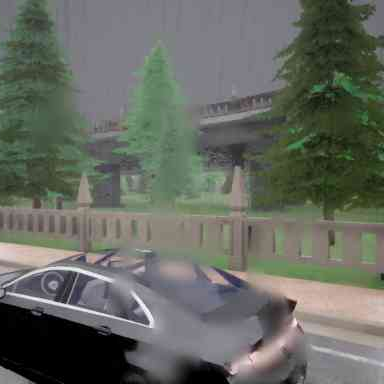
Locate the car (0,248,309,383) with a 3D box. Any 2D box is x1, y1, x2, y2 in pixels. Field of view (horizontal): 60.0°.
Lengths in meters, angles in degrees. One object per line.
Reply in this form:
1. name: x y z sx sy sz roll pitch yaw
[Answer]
1. car: -1.117 1.492 4.203 4.902 1.511 2.128 0 0 33
